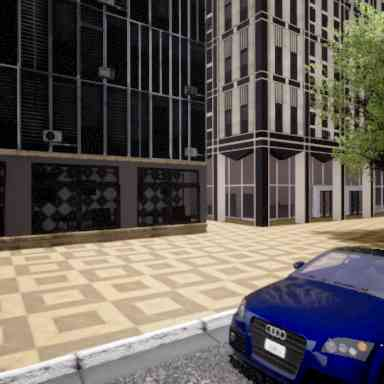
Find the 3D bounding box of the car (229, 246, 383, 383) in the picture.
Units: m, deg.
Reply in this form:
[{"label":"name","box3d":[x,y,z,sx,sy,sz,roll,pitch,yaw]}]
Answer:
[{"label":"car","box3d":[2.552,1.563,4.879,4.181,1.385,1.994,0,0,-35]}]
